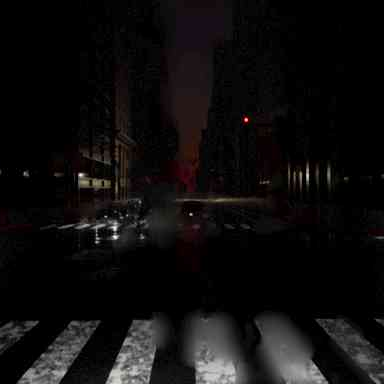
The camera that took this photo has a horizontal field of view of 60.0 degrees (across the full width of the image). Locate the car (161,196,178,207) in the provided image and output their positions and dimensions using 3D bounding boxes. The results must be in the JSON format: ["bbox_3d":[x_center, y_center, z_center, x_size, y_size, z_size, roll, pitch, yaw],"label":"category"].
[{"bbox_3d":[-3.332,1.452,50.421,2.128,1.511,4.902,0,0,0],"label":"car"}]

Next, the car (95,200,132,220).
[{"bbox_3d":[-6.617,1.585,27.860,1.895,1.301,4.718,0,0,1],"label":"car"}]

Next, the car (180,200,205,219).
[{"bbox_3d":[-0.002,1.489,28.524,1.837,1.490,4.892,0,0,2],"label":"car"}]

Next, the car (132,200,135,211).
[{"bbox_3d":[-6.598,1.577,36.975,1.895,1.301,4.718,0,0,0],"label":"car"}]

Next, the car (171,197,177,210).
[{"bbox_3d":[-3.346,1.465,39.999,2.128,1.511,4.902,0,0,0],"label":"car"}]

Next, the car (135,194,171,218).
[{"bbox_3d":[-3.349,1.204,29.905,2.150,2.045,5.566,0,0,0],"label":"car"}]

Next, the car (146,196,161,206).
[{"bbox_3d":[-6.559,1.497,57.039,2.033,1.411,5.357,0,0,0],"label":"car"}]

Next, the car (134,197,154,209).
[{"bbox_3d":[-6.591,1.458,46.384,2.128,1.511,4.902,0,0,0],"label":"car"}]
